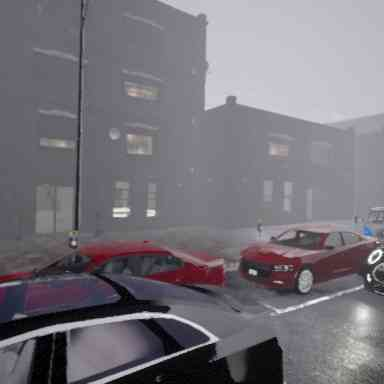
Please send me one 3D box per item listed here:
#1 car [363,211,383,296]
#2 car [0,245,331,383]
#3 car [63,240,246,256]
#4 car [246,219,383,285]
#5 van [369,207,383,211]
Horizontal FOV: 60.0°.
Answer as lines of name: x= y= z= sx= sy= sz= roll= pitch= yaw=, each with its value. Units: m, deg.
car: x=5.928 y=1.397 z=7.601 sx=4.553 sy=1.767 sz=2.097 roll=0 pitch=0 yaw=-35
car: x=-1.416 y=1.492 z=2.366 sx=4.902 sy=1.511 sz=2.128 roll=0 pitch=0 yaw=-35
car: x=-1.451 y=1.554 z=5.602 sx=4.507 sy=1.381 sz=1.887 roll=0 pitch=1 yaw=-35
car: x=3.219 y=1.582 z=8.839 sx=4.507 sy=1.381 sz=1.887 roll=0 pitch=1 yaw=-35
van: x=7.853 y=1.407 z=12.138 sx=3.998 sy=1.788 sz=1.690 roll=0 pitch=1 yaw=-35
